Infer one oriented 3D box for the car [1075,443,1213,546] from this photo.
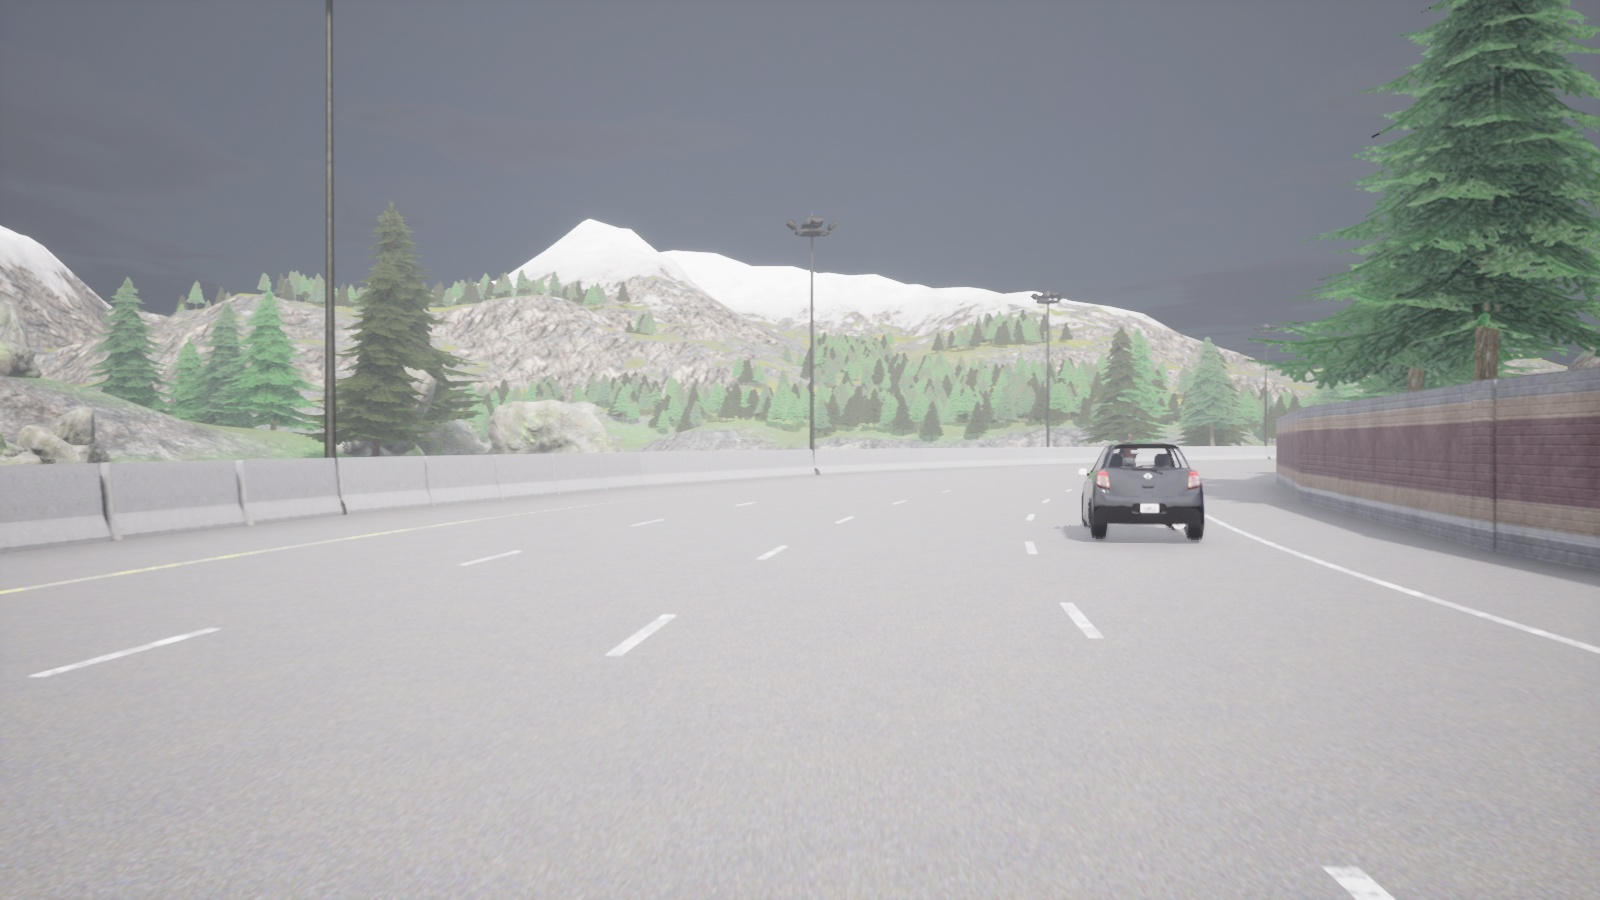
[{"bbox_3d":[5.482,0.651,20.414,1.845,1.501,3.633,0,0,10],"label":"car"}]
